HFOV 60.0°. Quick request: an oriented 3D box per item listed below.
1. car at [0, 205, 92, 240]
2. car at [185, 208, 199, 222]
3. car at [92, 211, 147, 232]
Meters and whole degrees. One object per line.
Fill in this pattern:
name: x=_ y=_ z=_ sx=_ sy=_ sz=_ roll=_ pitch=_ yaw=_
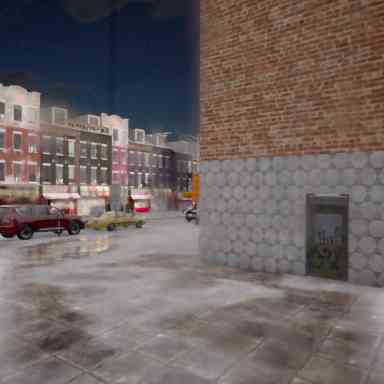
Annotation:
car: x=-8.646 y=1.642 z=19.055 sx=2.192 sy=1.841 sz=5.009 roll=-1 pitch=-2 yaw=36
car: x=1.064 y=2.198 z=32.556 sx=1.947 sy=1.339 sz=4.313 roll=-1 pitch=-2 yaw=36
car: x=-5.310 y=1.957 z=23.691 sx=1.752 sy=1.417 sz=4.829 roll=-1 pitch=-2 yaw=36
